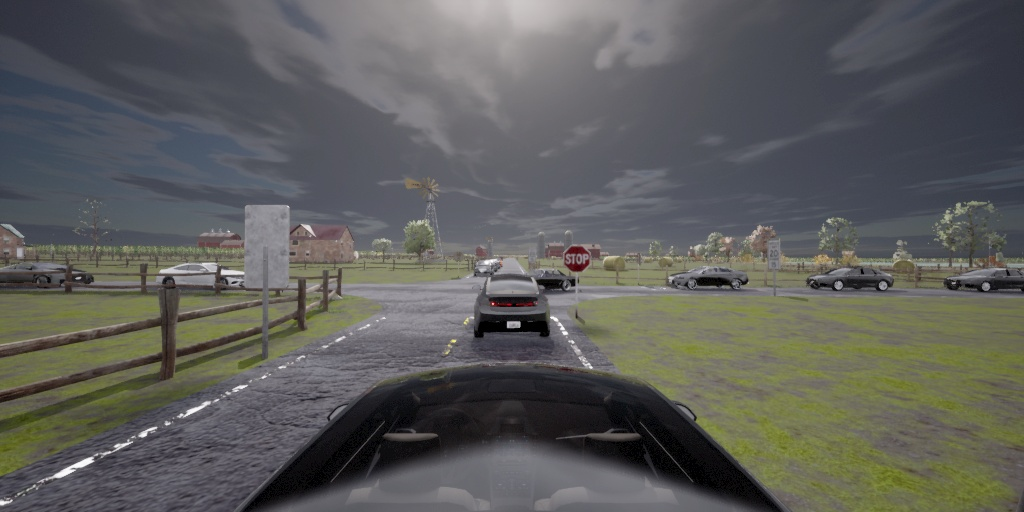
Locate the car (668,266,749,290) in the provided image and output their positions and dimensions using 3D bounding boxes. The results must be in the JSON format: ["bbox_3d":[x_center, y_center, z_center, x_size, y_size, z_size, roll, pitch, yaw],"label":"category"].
[{"bbox_3d":[12.811,1.397,23.527,4.902,1.511,2.128,1,-1,-2],"label":"car"}]

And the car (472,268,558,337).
[{"bbox_3d":[-0.069,1.256,10.260,1.837,1.490,4.892,0,0,-3],"label":"car"}]

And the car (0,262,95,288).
[{"bbox_3d":[-26.353,1.048,20.110,4.181,1.385,1.994,1,-1,-1],"label":"car"}]

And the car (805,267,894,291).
[{"bbox_3d":[22.212,1.499,23.692,4.892,1.490,1.837,1,-1,-1],"label":"car"}]

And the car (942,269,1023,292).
[{"bbox_3d":[31.715,1.587,23.807,4.892,1.490,1.837,1,-1,-1],"label":"car"}]

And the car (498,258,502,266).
[{"bbox_3d":[-2.826,1.241,46.394,2.128,1.511,4.902,0,0,0],"label":"car"}]

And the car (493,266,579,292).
[{"bbox_3d":[1.510,1.369,20.305,4.718,1.301,1.895,1,0,-35],"label":"car"}]

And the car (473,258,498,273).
[{"bbox_3d":[-2.838,1.243,36.948,2.128,1.511,4.902,0,0,0],"label":"car"}]

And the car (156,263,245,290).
[{"bbox_3d":[-17.233,1.103,20.227,4.674,1.442,1.812,1,-1,-1],"label":"car"}]
